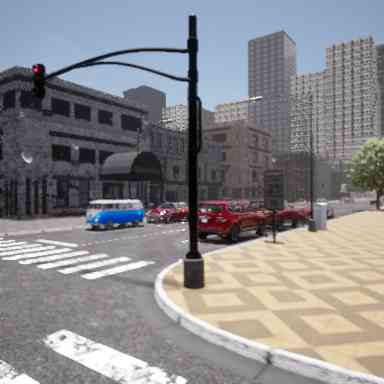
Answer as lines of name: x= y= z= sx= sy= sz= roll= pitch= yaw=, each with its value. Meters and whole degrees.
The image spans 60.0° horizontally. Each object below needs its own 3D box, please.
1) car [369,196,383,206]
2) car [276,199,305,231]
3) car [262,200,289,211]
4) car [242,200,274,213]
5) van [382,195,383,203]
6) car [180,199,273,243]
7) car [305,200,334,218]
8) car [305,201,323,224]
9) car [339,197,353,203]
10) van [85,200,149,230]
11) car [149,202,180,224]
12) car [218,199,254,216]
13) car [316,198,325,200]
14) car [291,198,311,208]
car: x=33.880 y=1.805 z=61.583 sx=2.008 sy=1.369 sz=4.403 roll=-1 pitch=-1 yaw=35
car: x=5.119 y=1.369 z=21.031 sx=2.192 sy=1.841 sz=5.009 roll=-1 pitch=-1 yaw=35
car: x=11.065 y=1.726 z=43.898 sx=2.008 sy=1.369 sz=4.403 roll=-1 pitch=-1 yaw=35
car: x=7.869 y=1.704 z=39.392 sx=2.008 sy=1.369 sz=4.403 roll=-1 pitch=-1 yaw=35
van: x=46.660 y=1.699 z=79.610 sx=1.690 sy=1.788 sz=3.998 roll=-1 pitch=-1 yaw=35
car: x=1.924 y=1.351 z=16.525 sx=2.192 sy=1.841 sz=5.009 roll=-1 pitch=-1 yaw=35
car: x=11.512 y=1.659 z=30.041 sx=1.947 sy=1.339 sz=4.313 roll=-1 pitch=-1 yaw=35
car: x=8.316 y=1.618 z=25.535 sx=1.887 sy=1.381 sz=4.507 roll=-1 pitch=-1 yaw=35
car: x=36.629 y=1.921 z=79.946 sx=2.008 sy=1.369 sz=4.403 roll=-1 pitch=-1 yaw=35
van: x=-4.913 y=1.416 z=21.370 sx=1.690 sy=1.788 sz=3.998 roll=-1 pitch=-1 yaw=35
car: x=-1.717 y=1.534 z=25.875 sx=1.967 sy=1.590 sz=4.097 roll=-1 pitch=-1 yaw=35
car: x=4.674 y=1.573 z=34.888 sx=1.967 sy=1.590 sz=4.097 roll=-1 pitch=-1 yaw=35
car: x=23.847 y=1.820 z=61.923 sx=2.008 sy=1.369 sz=4.403 roll=-1 pitch=-1 yaw=35
car: x=17.357 y=1.746 z=52.771 sx=1.752 sy=1.417 sz=4.829 roll=-1 pitch=-1 yaw=35
